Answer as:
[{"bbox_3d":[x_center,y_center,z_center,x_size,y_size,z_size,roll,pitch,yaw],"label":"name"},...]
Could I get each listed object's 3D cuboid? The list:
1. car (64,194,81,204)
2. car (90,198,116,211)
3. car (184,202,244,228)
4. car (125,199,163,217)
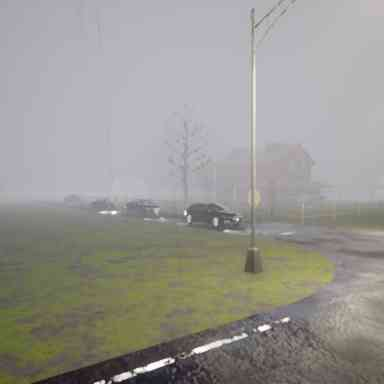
[{"bbox_3d":[-21.413,1.177,59.439,2.097,1.767,4.553,0,0,-35],"label":"car"},{"bbox_3d":[-10.355,1.453,38.660,1.994,1.385,4.181,0,0,-36],"label":"car"},{"bbox_3d":[1.341,1.447,22.078,1.837,1.490,4.892,0,0,-35],"label":"car"},{"bbox_3d":[-4.411,1.407,30.232,2.128,1.511,4.902,0,0,-35],"label":"car"}]
